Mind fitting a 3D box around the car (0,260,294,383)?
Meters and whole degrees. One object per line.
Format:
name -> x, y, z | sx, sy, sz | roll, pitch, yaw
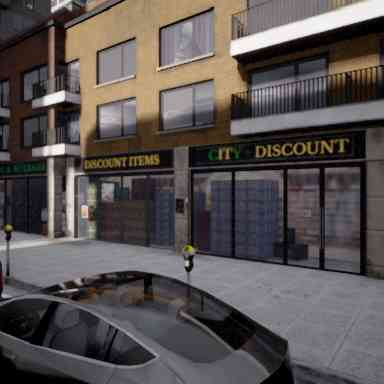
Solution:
car -> -1.099, 1.566, 3.586 | 4.313, 1.339, 1.947 | 0, 0, 35
